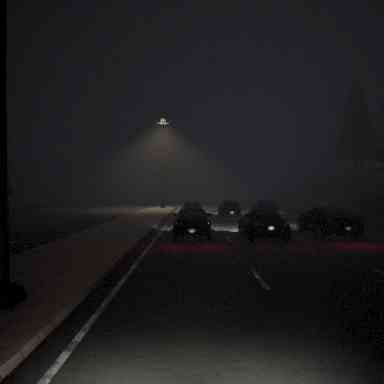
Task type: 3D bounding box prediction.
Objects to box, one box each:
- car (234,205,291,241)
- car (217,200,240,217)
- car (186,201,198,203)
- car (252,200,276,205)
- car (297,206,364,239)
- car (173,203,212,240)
[{"bbox_3d":[3.518,1.564,16.692,1.994,1.385,4.181,0,0,0],"label":"car"},{"bbox_3d":[3.517,1.507,31.618,1.837,1.490,4.892,0,1,0],"label":"car"},{"bbox_3d":[0.017,1.564,31.678,1.994,1.385,4.181,0,0,1],"label":"car"},{"bbox_3d":[7.024,1.477,32.366,1.882,1.535,5.008,0,0,0],"label":"car"},{"bbox_3d":[7.024,1.477,17.373,1.882,1.535,5.008,0,0,0],"label":"car"},{"bbox_3d":[0.021,1.525,17.012,1.812,1.442,4.674,0,0,0],"label":"car"}]
